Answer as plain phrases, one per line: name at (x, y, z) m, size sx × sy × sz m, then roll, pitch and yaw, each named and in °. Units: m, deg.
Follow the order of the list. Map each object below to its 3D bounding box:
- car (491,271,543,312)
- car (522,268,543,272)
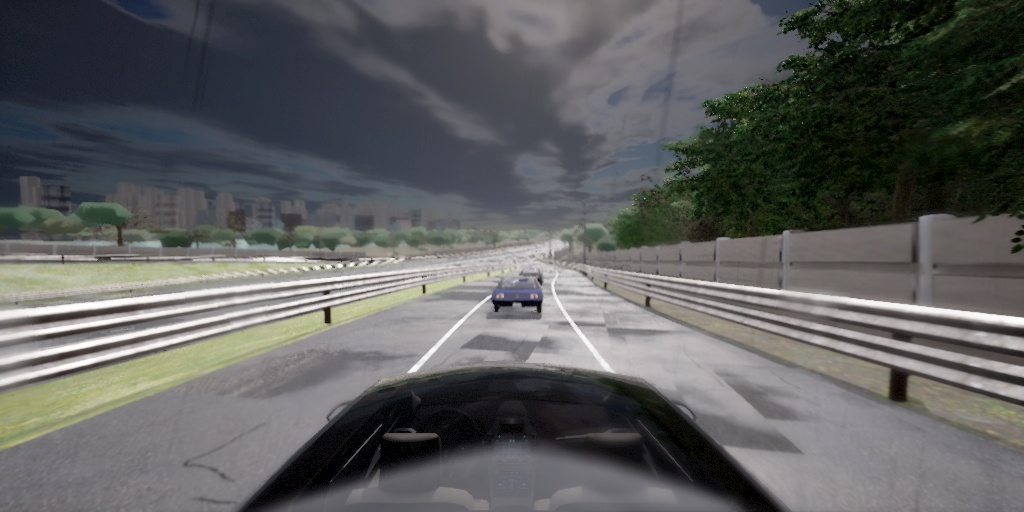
car at (0.307, 1.483, 14.983) m, size 1.895 × 1.301 × 4.718 m, roll 0°, pitch -1°, yaw 3°
car at (1.634, 1.636, 29.830) m, size 1.895 × 1.301 × 4.718 m, roll 0°, pitch -1°, yaw 7°
